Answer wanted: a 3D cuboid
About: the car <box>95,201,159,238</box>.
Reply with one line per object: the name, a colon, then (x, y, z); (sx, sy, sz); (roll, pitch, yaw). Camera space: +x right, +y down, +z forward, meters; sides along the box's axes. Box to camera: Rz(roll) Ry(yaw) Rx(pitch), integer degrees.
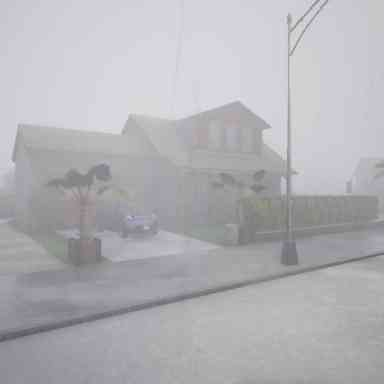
car: (-3.022, 1.174, 15.291); (1.845, 1.501, 3.633); (0, 0, -38)
